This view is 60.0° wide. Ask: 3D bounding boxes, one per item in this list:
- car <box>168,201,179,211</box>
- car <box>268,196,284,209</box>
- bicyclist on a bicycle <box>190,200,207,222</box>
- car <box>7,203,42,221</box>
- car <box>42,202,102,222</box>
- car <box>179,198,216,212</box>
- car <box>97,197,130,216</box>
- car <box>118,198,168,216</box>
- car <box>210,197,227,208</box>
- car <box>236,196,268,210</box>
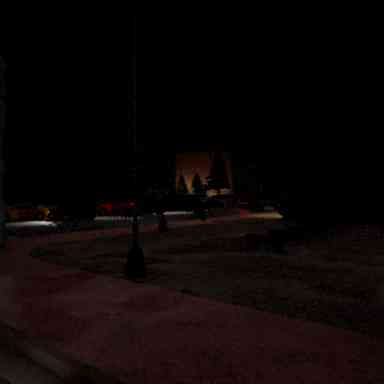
[{"bbox_3d":[-2.920,1.877,45.434,2.033,1.411,5.357,-1,0,38],"label":"car"},{"bbox_3d":[13.532,1.728,49.177,2.128,1.511,4.902,-1,-1,38],"label":"car"},{"bbox_3d":[0.470,1.469,25.392,1.656,1.620,0.582,-1,-1,38],"label":"bicyclist on a bicycle"},{"bbox_3d":[-15.317,1.788,29.505,1.882,1.535,5.008,-1,0,38],"label":"car"},{"bbox_3d":[-10.671,1.843,29.766,1.994,1.385,4.181,-1,0,38],"label":"car"},{"bbox_3d":[0.824,1.897,44.531,1.895,1.301,4.718,-1,0,38],"label":"car"},{"bbox_3d":[-9.217,1.541,37.344,2.150,2.045,5.566,-1,0,38],"label":"car"},{"bbox_3d":[-5.278,1.765,36.705,1.882,1.535,5.008,-1,0,38],"label":"car"},{"bbox_3d":[3.289,1.903,53.348,1.994,1.385,4.181,-1,0,39],"label":"car"},{"bbox_3d":[8.903,1.774,49.018,1.837,1.490,4.892,-1,0,39],"label":"car"}]
